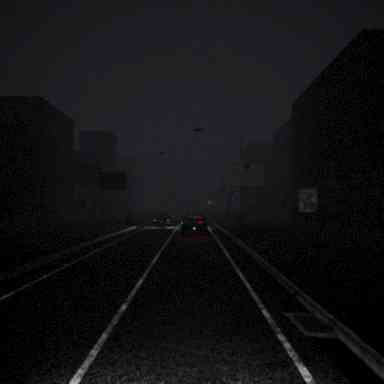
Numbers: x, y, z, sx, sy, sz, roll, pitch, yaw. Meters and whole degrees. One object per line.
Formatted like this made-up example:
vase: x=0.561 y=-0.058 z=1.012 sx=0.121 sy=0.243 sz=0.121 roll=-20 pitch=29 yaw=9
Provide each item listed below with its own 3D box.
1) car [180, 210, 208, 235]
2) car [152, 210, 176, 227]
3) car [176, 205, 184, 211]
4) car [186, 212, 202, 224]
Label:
car: x=0.174 y=2.365 z=24.944 sx=2.128 sy=1.511 sz=4.902 roll=0 pitch=-3 yaw=0
car: x=-2.995 y=2.835 z=35.103 sx=1.837 sy=1.490 sz=4.892 roll=0 pitch=-3 yaw=0
car: x=-2.786 y=3.733 z=76.427 sx=1.895 sy=1.301 sz=4.718 roll=0 pitch=0 yaw=0
car: x=0.218 y=3.271 z=42.288 sx=1.895 sy=1.301 sz=4.718 roll=0 pitch=-3 yaw=0
